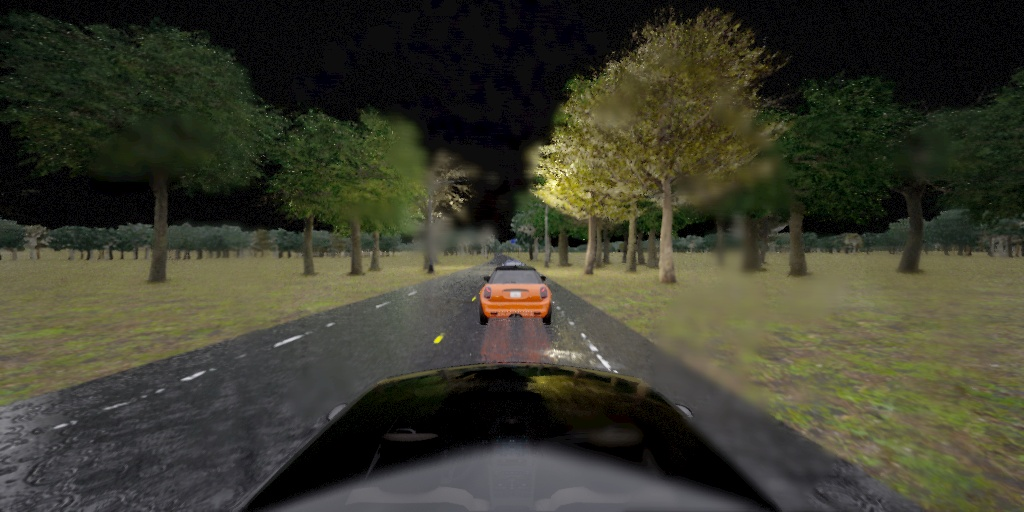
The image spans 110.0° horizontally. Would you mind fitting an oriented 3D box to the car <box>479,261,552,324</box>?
[{"bbox_3d":[0.104,1.084,12.061,2.097,1.767,4.553,0,0,0],"label":"car"}]
